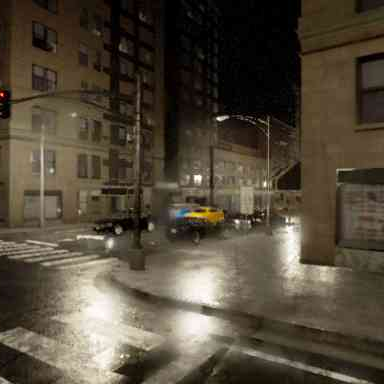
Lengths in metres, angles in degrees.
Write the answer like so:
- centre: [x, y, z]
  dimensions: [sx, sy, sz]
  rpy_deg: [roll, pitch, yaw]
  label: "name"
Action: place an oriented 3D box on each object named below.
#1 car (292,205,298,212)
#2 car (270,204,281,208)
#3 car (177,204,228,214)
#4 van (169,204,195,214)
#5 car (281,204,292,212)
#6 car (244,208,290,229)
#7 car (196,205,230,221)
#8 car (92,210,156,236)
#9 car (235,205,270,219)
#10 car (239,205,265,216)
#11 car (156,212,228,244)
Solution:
- centre: [17.706, 2.876, 59.926]
  dimensions: [1.752, 1.417, 4.829]
  rpy_deg: [-1, -2, 34]
  label: "car"
- centre: [11.642, 2.716, 50.962]
  dimensions: [1.802, 1.307, 4.206]
  rpy_deg: [-1, -1, 34]
  label: "car"
- centre: [1.103, 2.180, 30.790]
  dimensions: [1.882, 1.535, 5.008]
  rpy_deg: [0, -1, 34]
  label: "car"
- centre: [-0.676, 2.055, 32.760]
  dimensions: [1.690, 1.788, 3.998]
  rpy_deg: [-1, -1, 34]
  label: "van"
- centre: [14.722, 2.683, 55.518]
  dimensions: [1.967, 1.590, 4.097]
  rpy_deg: [-1, -1, 34]
  label: "car"
- centre: [6.384, 2.282, 27.978]
  dimensions: [1.947, 1.339, 4.313]
  rpy_deg: [-1, -1, 34]
  label: "car"
- centre: [2.403, 2.256, 37.310]
  dimensions: [1.967, 1.590, 4.097]
  rpy_deg: [-1, -1, 34]
  label: "car"
- centre: [-4.433, 1.999, 22.614]
  dimensions: [1.882, 1.535, 5.008]
  rpy_deg: [0, -1, 34]
  label: "car"
- centre: [7.016, 2.448, 39.517]
  dimensions: [2.033, 1.411, 5.357]
  rpy_deg: [0, -1, 34]
  label: "car"
- centre: [8.467, 2.548, 46.271]
  dimensions: [1.752, 1.417, 4.829]
  rpy_deg: [-1, -1, 34]
  label: "car"
- centre: [0.224, 2.080, 18.874]
  dimensions: [1.947, 1.339, 4.313]
  rpy_deg: [-1, -1, 34]
  label: "car"
